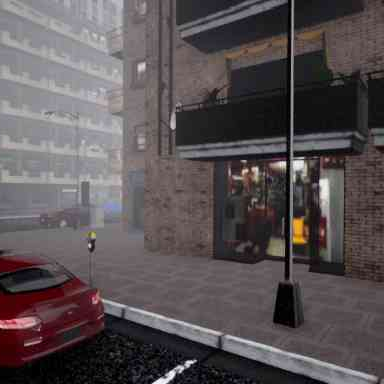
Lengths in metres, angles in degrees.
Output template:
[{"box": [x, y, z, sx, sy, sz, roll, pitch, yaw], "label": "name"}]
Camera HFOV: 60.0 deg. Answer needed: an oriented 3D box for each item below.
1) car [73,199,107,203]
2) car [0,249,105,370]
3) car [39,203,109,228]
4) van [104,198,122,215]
[{"box": [-10.702, 1.688, 30.646, 1.882, 1.535, 5.008, 1, 0, 36], "label": "car"}, {"box": [-3.143, 1.582, 5.243, 4.206, 1.307, 1.802, 0, 0, 36], "label": "car"}, {"box": [-8.528, 1.756, 23.737, 1.887, 1.381, 4.507, 0, -1, 36], "label": "car"}, {"box": [-8.710, 1.607, 37.856, 1.690, 1.788, 3.998, 0, -1, 36], "label": "van"}]
